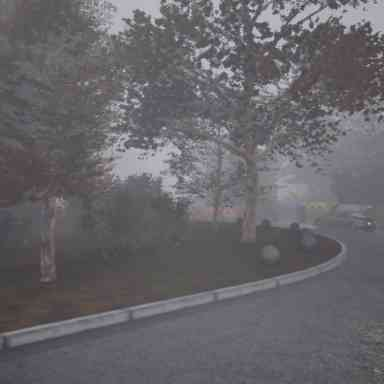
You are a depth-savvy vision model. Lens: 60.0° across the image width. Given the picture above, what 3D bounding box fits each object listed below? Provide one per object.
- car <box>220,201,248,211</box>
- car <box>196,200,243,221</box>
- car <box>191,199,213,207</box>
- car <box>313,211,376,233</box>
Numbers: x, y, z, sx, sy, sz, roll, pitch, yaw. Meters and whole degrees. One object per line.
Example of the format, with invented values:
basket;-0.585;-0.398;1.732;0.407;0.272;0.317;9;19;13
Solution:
car;7.518;2.507;60.225;2.097;1.535;5.008;1;0;-35
car;2.878;2.090;35.668;2.097;1.767;4.553;5;-4;-34
car;0.804;2.183;55.469;2.435;2.045;5.566;1;0;-35
car;10.671;2.060;23.519;1.994;1.385;4.181;4;-3;-27
